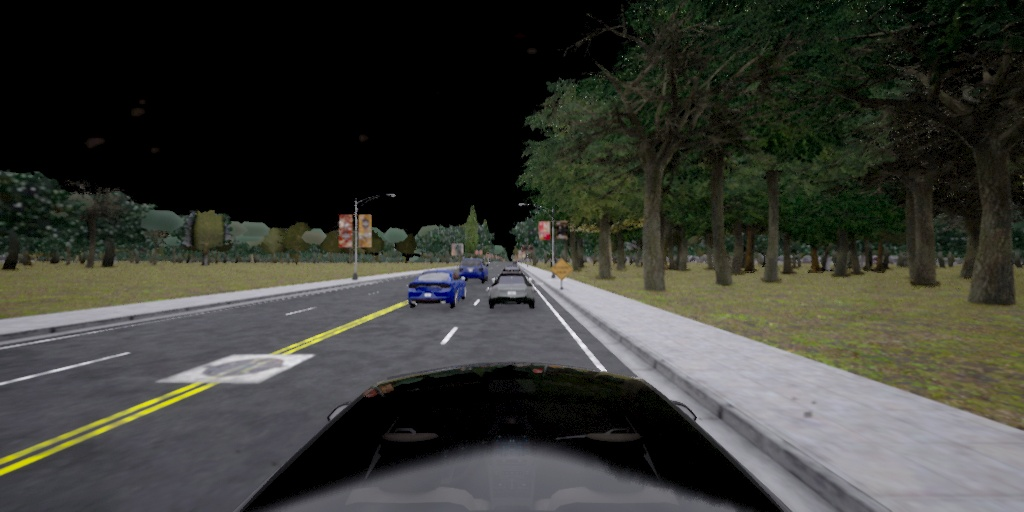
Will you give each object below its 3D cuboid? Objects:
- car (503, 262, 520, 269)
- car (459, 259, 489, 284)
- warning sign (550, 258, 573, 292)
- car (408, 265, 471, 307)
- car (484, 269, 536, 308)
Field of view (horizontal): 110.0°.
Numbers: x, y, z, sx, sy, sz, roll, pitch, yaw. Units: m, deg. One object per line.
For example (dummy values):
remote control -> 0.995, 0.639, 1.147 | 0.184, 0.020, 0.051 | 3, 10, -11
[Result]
car -> -0.005, 1.544, 31.154 | 2.128, 1.511, 4.902 | 0, -1, 0
car -> -3.258, 1.265, 30.867 | 2.150, 2.045, 5.566 | 0, 0, 0
warning sign -> 2.844, 1.053, 20.448 | 1.300, 1.860, 1.060 | 0, 0, 0
car -> -3.250, 1.373, 16.329 | 1.882, 1.535, 5.008 | 0, 0, 0
car -> -0.002, 1.458, 16.153 | 1.994, 1.385, 4.181 | 0, -1, 0
